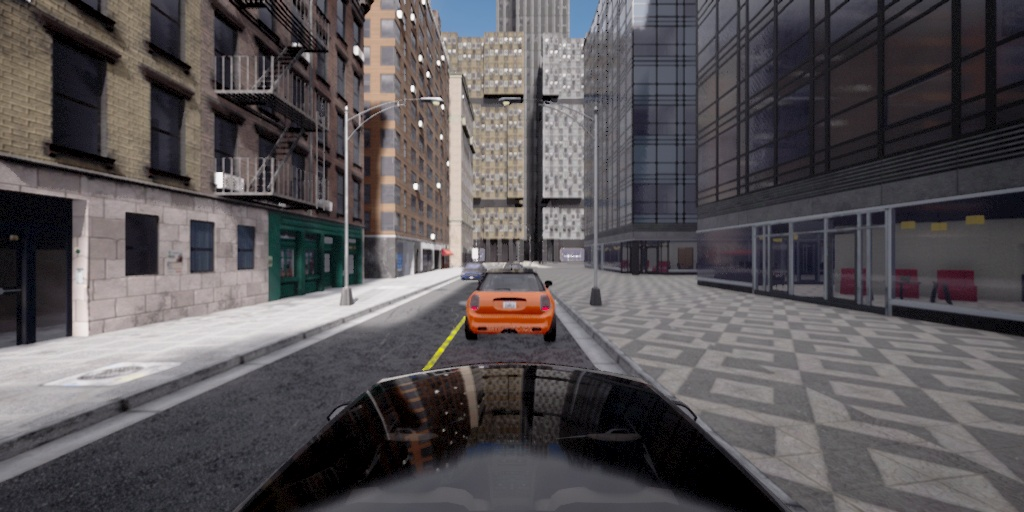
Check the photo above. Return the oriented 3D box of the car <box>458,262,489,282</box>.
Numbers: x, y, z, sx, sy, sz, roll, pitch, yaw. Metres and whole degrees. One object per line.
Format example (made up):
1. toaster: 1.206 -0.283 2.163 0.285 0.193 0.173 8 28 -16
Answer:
1. car: -3.109 1.275 30.186 2.033 1.411 5.357 0 0 0

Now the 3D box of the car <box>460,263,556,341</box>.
1. car: 0.064 1.095 10.015 2.097 1.767 4.553 0 0 3

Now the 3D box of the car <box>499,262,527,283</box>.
1. car: 0.085 1.276 28.700 2.033 1.411 5.357 0 0 0
